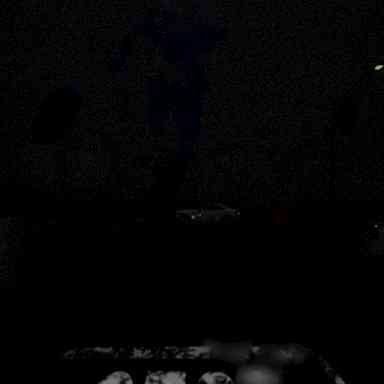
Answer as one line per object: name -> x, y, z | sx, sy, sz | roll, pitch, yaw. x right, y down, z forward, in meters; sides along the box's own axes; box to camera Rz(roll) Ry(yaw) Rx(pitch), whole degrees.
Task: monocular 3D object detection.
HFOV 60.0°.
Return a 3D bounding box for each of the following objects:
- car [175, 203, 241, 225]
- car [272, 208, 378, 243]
car -> 1.113, 1.523, 23.628 | 4.674, 1.442, 1.812 | 1, 0, 0
car -> 6.585, 1.592, 16.615 | 5.008, 1.535, 1.882 | 1, 0, 0
